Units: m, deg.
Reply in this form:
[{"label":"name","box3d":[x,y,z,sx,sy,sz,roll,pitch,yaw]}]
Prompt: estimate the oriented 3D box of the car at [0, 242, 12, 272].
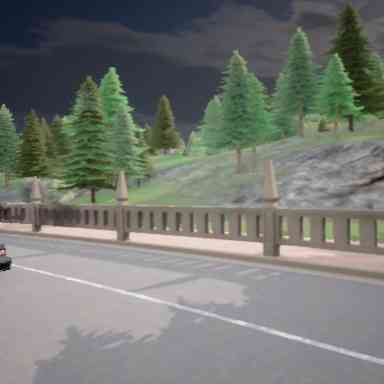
[{"label":"car","box3d":[-6.991,1.559,8.922,5.357,1.411,2.033,-1,1,34]}]
